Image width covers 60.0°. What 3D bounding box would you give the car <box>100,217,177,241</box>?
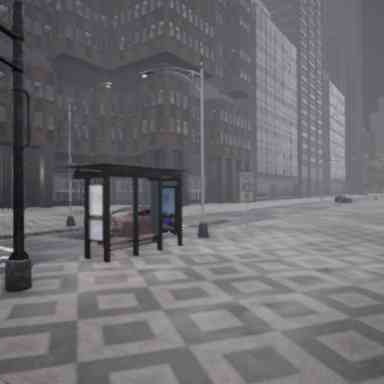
[{"bbox_3d":[-2.383,1.380,15.412,1.812,1.442,4.674,-1,0,35],"label":"car"}]

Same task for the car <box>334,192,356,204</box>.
[{"bbox_3d":[23.491,1.060,51.536,1.882,1.535,5.008,-1,0,35],"label":"car"}]
